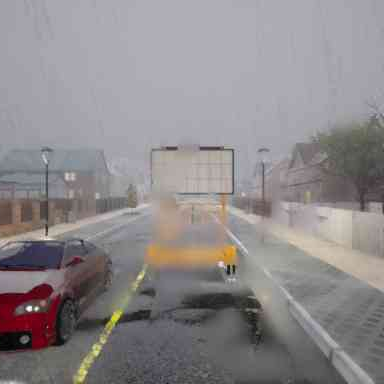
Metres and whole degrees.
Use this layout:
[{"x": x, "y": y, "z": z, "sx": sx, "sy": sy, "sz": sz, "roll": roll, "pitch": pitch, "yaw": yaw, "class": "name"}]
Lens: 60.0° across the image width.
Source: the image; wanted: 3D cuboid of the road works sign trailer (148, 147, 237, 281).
[{"x": 0.019, "y": 0.471, "z": 9.835, "sx": 2.380, "sy": 3.560, "sz": 2.880, "roll": 0, "pitch": 0, "yaw": 0, "class": "road works sign trailer"}]

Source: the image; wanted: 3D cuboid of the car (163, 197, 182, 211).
[{"x": -2.727, "y": 1.429, "z": 41.661, "sx": 2.097, "sy": 1.767, "sz": 4.553, "roll": 0, "pitch": 0, "yaw": 0, "class": "car"}]

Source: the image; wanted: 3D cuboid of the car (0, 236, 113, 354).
[{"x": -2.845, "y": 1.567, "z": 6.217, "sx": 1.994, "sy": 1.385, "sz": 4.181, "roll": 0, "pitch": 0, "yaw": 0, "class": "car"}]

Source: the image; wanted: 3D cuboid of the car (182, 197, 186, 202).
[{"x": -2.710, "y": 1.882, "z": 87.901, "sx": 1.994, "sy": 1.385, "sz": 4.181, "roll": 0, "pitch": 0, "yaw": 0, "class": "car"}]
